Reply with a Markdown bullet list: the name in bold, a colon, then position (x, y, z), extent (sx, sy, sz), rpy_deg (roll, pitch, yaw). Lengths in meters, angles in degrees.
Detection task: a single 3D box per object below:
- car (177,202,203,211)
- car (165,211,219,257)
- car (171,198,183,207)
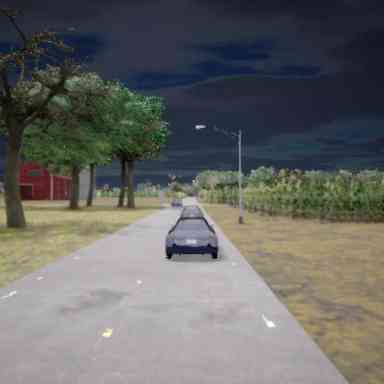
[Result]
- **car**: position (-0.002, 1.844, 28.583), extent (1.994, 1.385, 4.181), rpy_deg (0, 0, 0)
- **car**: position (0.006, 1.699, 13.492), extent (1.994, 1.385, 4.181), rpy_deg (0, 0, 0)
- **car**: position (-2.811, 1.941, 62.672), extent (2.097, 1.767, 4.553), rpy_deg (0, 0, 0)
